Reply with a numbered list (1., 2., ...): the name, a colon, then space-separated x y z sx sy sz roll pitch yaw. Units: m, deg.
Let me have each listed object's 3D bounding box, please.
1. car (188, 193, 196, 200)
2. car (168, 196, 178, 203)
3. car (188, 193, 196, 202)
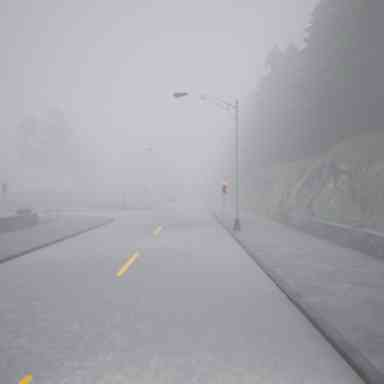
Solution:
1. car: 0.002 1.191 91.958 2.150 2.045 5.566 0 0 0
2. car: -3.998 1.564 71.118 1.837 1.490 4.892 0 0 0
3. car: 0.002 1.422 81.862 2.097 1.767 4.553 0 0 0
